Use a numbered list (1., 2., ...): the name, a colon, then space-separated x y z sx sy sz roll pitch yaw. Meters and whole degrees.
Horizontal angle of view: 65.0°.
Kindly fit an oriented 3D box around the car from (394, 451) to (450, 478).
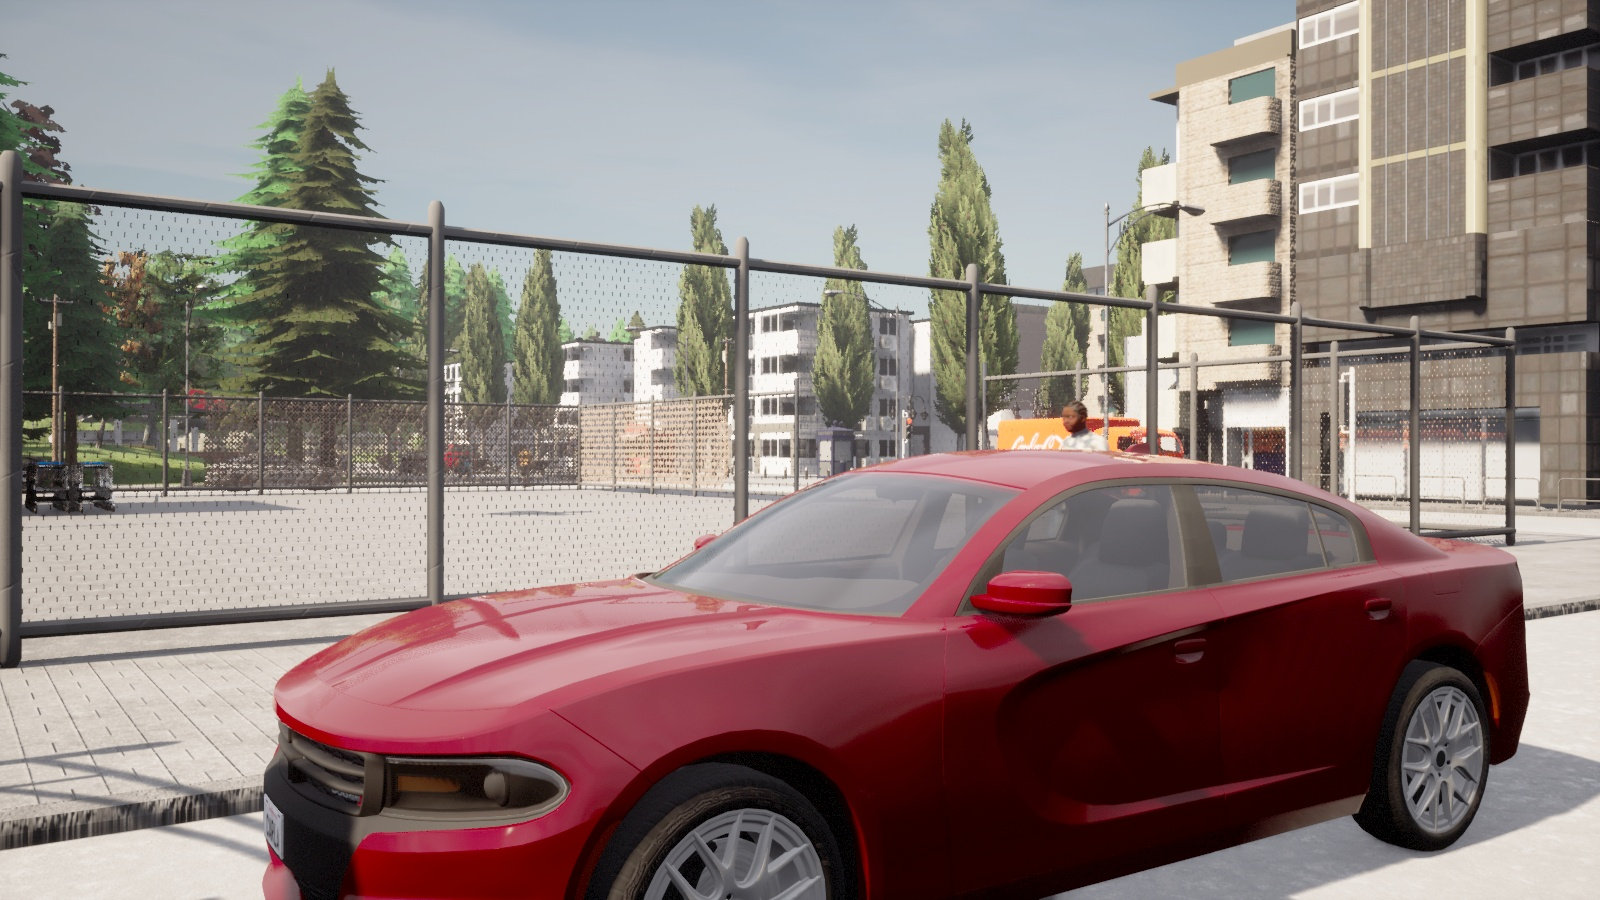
1. car: -24.146 0.921 80.155 2.033 1.649 4.856 0 0 -35

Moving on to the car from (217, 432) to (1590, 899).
1. car: 0.698 0.732 4.699 5.008 1.535 1.882 0 0 -33

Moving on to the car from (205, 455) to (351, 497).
1. car: -19.131 0.924 46.120 4.674 1.442 1.812 0 0 -35

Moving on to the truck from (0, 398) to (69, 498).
1. truck: -30.022 -0.067 43.467 7.936 3.462 2.891 0 0 -35

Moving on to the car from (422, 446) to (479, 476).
1. car: -24.393 0.729 87.550 2.150 2.045 5.566 0 0 -35

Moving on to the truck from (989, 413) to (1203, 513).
1. truck: 7.875 0.323 33.943 2.627 2.467 5.204 0 0 -34

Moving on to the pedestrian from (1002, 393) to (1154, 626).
1. pedestrian: 2.340 0.475 10.606 0.900 1.855 0.874 0 0 -32
